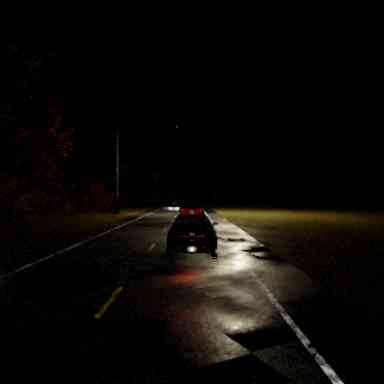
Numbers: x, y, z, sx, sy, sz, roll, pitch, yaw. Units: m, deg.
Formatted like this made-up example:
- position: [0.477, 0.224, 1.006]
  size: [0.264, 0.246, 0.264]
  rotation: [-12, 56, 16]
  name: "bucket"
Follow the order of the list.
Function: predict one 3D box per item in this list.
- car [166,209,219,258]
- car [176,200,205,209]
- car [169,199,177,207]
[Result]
- position: [0.021, 1.655, 13.480]
  size: [1.837, 1.490, 4.892]
  rotation: [0, 0, 1]
  name: "car"
- position: [0.018, 1.662, 28.402]
  size: [2.097, 1.767, 4.553]
  rotation: [0, -1, 1]
  name: "car"
- position: [-3.527, 2.216, 65.724]
  size: [2.128, 1.511, 4.902]
  rotation: [0, -1, 0]
  name: "car"
